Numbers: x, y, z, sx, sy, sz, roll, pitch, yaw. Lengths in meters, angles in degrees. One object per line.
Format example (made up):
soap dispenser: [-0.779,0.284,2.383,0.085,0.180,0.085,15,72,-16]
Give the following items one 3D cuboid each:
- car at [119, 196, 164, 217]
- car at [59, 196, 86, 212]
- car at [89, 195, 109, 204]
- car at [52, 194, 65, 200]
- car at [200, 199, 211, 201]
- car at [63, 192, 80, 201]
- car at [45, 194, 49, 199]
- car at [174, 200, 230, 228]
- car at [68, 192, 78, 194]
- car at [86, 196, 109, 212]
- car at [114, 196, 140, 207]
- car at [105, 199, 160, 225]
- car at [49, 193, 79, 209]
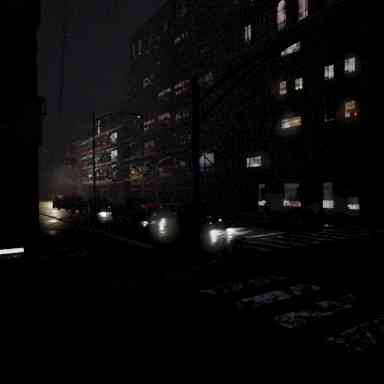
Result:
car: [-4.310,1.258,28.825,2.097,1.767,4.553,-1,1,-35]
car: [-12.640,1.449,36.369,2.008,1.369,4.403,-1,1,-35]
car: [-15.501,1.217,55.303,1.752,1.417,4.829,-1,1,-35]
car: [-31.514,1.125,78.568,2.008,1.369,4.403,-1,1,-35]
car: [0.788,1.360,31.821,1.887,1.381,4.507,-1,1,-35]
car: [-25.072,0.936,69.204,2.192,1.841,5.009,-1,1,-35]
car: [-34.832,1.076,83.389,1.752,1.417,4.829,-1,1,-35]
car: [0.585,1.508,21.720,1.994,1.385,4.181,-1,1,-34]
car: [-19.807,1.210,56.810,2.128,1.511,4.902,-1,1,-35]
car: [-9.906,1.426,36.971,1.994,1.385,4.181,-1,1,-35]
car: [-9.058,1.267,45.942,1.752,1.417,4.829,-1,1,-35]
car: [-4.406,1.510,24.178,1.887,1.381,4.507,-1,1,-35]
car: [-15.862,1.313,41.049,1.967,1.590,4.097,-1,1,-35]
